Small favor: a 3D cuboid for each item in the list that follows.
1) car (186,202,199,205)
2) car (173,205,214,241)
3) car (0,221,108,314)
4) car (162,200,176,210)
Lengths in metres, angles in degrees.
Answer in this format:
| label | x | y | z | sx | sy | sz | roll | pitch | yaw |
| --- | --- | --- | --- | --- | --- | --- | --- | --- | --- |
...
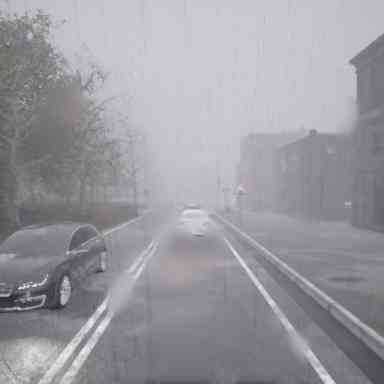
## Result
| label | x | y | z | sx | sy | sz | roll | pitch | yaw |
| --- | --- | --- | --- | --- | --- | --- | --- | --- | --- |
| car | 0.046 | 1.769 | 34.790 | 1.812 | 1.442 | 4.674 | 0 | -1 | 0 |
| car | 0.088 | 1.597 | 16.901 | 1.812 | 1.442 | 4.674 | 0 | 0 | 0 |
| car | -3.352 | 1.523 | 7.895 | 1.837 | 1.490 | 4.892 | 0 | 0 | 0 |
| car | -3.434 | 1.950 | 50.807 | 2.033 | 1.411 | 5.357 | 0 | -1 | 0 |
